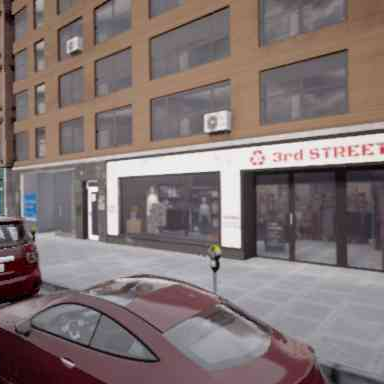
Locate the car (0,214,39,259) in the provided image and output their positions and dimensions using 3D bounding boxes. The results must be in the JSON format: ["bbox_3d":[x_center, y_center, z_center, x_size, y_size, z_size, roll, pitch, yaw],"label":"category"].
[{"bbox_3d":[-5.117,1.381,6.965,5.009,1.841,2.192,-1,0,38],"label":"car"}]

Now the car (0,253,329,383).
[{"bbox_3d":[-0.760,1.587,3.574,4.206,1.307,1.802,-1,0,38],"label":"car"}]
